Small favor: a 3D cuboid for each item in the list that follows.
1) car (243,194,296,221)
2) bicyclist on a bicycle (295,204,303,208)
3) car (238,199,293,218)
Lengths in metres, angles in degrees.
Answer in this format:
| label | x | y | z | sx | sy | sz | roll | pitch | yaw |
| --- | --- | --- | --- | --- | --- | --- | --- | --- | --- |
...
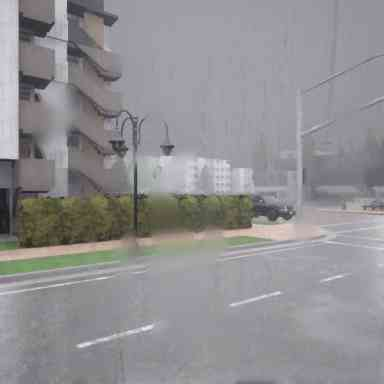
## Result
| label | x | y | z | sx | sy | sz | roll | pitch | yaw |
| --- | --- | --- | --- | --- | --- | --- | --- | --- | --- |
| car | 5.776 | 1.222 | 27.326 | 2.150 | 2.045 | 5.566 | 0 | 0 | -38 |
| bicyclist on a bicycle | 13.423 | 1.301 | 41.677 | 1.656 | 1.620 | 0.582 | 0 | 0 | -39 |
| car | 6.882 | 1.478 | 31.644 | 1.882 | 1.535 | 5.008 | 0 | 0 | -37 |
